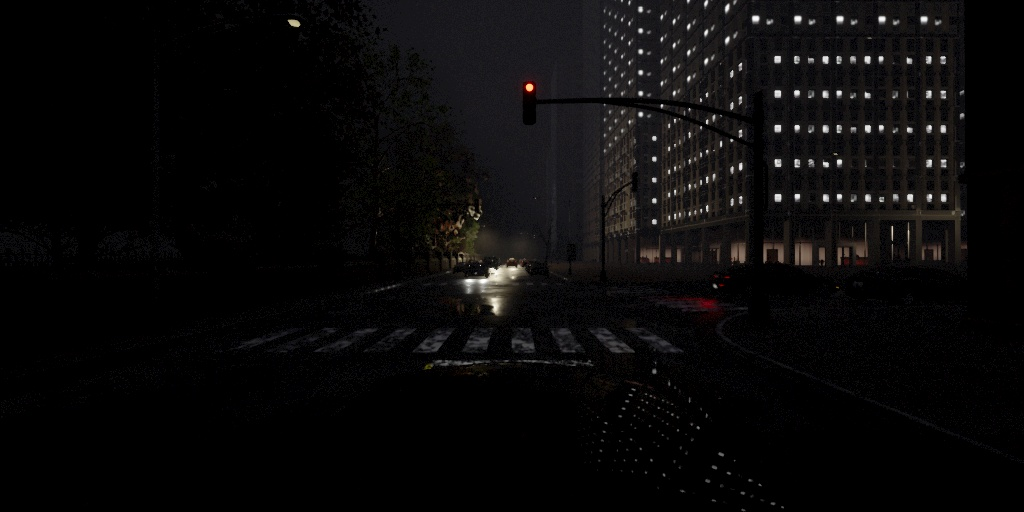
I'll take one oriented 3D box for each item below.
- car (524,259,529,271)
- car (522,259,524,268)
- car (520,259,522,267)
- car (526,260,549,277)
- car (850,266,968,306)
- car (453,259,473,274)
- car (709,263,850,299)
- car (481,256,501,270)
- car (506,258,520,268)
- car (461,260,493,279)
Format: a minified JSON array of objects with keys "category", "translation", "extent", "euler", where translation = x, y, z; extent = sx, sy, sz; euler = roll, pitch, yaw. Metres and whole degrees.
[{"category":"car","translation":[2.676,1.334,41.264],"extent":[1.948,1.339,4.313],"euler":[0,0,0]},{"category":"car","translation":[2.674,1.339,46.896],"extent":[1.948,1.339,4.313],"euler":[0,0,0]},{"category":"car","translation":[2.669,1.337,63.794],"extent":[1.888,1.381,4.507],"euler":[0,0,0]},{"category":"car","translation":[2.677,1.330,35.631],"extent":[1.948,1.339,4.313],"euler":[0,0,0]},{"category":"car","translation":[14.681,1.026,13.052],"extent":[4.313,1.339,1.948],"euler":[0,0,0]},{"category":"car","translation":[-5.705,1.350,41.261],"extent":[1.802,1.307,4.207],"euler":[0,0,0]},{"category":"car","translation":[11.326,1.029,15.689],"extent":[4.892,1.490,1.837],"euler":[-1,1,2]},{"category":"car","translation":[-3.133,1.002,51.707],"extent":[2.150,2.045,5.566],"euler":[0,0,0]},{"category":"car","translation":[-0.021,1.267,62.083],"extent":[1.882,1.535,5.008],"euler":[0,0,0]},{"category":"car","translation":[-3.109,1.327,32.724],"extent":[1.994,1.385,4.181],"euler":[0,0,0]}]
